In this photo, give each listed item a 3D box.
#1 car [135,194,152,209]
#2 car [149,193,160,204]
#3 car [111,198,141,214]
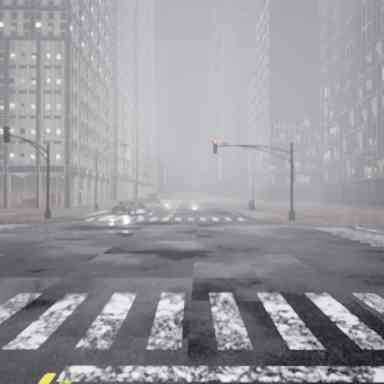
[{"bbox_3d":[-7.190,1.470,45.287,2.128,1.511,4.902,0,0,-1],"label":"car"},{"bbox_3d":[-7.395,1.186,63.666,2.150,2.045,5.566,0,0,0],"label":"car"},{"bbox_3d":[-7.049,1.586,35.030,1.895,1.301,4.718,0,0,2],"label":"car"}]
